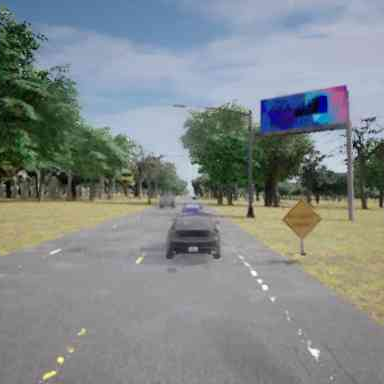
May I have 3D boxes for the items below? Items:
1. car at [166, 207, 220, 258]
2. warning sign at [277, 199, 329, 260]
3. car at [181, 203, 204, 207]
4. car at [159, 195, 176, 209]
[{"bbox_3d":[0.055,1.555,12.961,1.837,1.490,4.892,0,0,0],"label":"car"},{"bbox_3d":[3.523,1.153,10.678,1.300,1.860,1.060,-1,-1,0],"label":"warning sign"},{"bbox_3d":[0.037,1.651,28.933,1.812,1.442,4.674,0,0,0],"label":"car"},{"bbox_3d":[-3.649,1.488,50.263,2.150,2.045,5.566,0,0,0],"label":"car"}]
